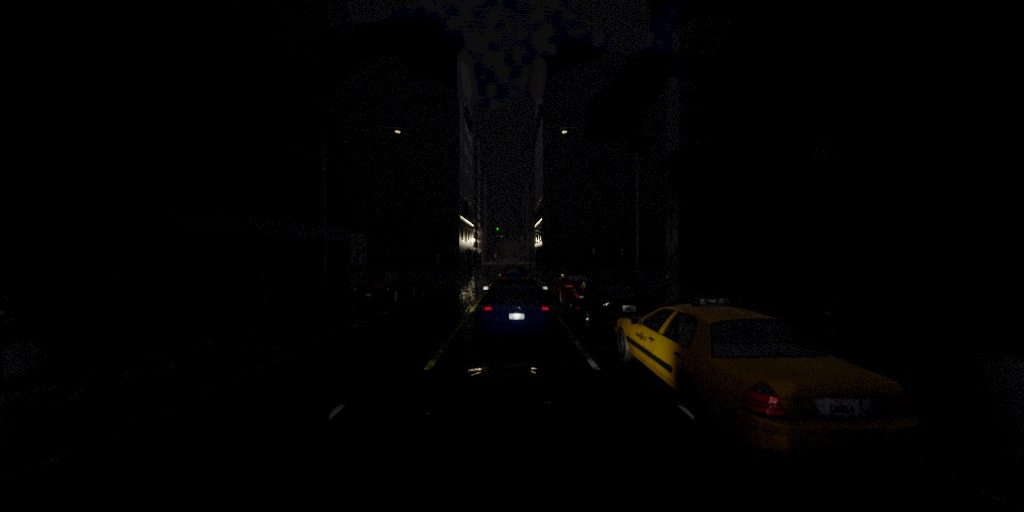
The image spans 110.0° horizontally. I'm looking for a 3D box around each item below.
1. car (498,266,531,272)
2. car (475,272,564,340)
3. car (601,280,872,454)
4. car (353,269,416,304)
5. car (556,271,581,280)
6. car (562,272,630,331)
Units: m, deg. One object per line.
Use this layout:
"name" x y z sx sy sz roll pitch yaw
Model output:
"car" 0.120 1.292 21.269 1.812 1.442 4.674 0 0 1
"car" 0.101 1.321 10.035 1.994 1.385 4.181 0 0 0
"car" 2.874 1.278 5.412 1.751 1.417 4.829 0 0 0
"car" -5.669 1.308 16.413 1.888 1.381 4.507 0 0 0
"car" 2.876 1.344 16.414 1.802 1.307 4.207 0 0 0
"car" 2.875 1.323 10.828 1.948 1.339 4.313 0 0 0
